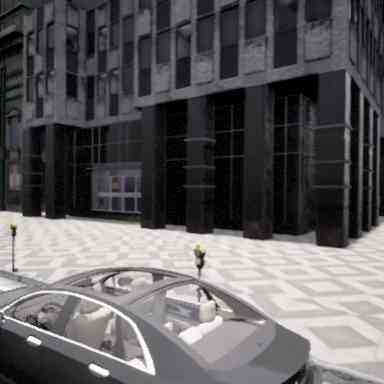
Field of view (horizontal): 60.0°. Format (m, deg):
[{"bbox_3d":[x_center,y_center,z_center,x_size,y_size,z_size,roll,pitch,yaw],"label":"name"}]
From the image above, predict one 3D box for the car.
[{"bbox_3d":[-0.944,1.526,3.633,4.403,1.369,2.008,1,1,36],"label":"car"}]
